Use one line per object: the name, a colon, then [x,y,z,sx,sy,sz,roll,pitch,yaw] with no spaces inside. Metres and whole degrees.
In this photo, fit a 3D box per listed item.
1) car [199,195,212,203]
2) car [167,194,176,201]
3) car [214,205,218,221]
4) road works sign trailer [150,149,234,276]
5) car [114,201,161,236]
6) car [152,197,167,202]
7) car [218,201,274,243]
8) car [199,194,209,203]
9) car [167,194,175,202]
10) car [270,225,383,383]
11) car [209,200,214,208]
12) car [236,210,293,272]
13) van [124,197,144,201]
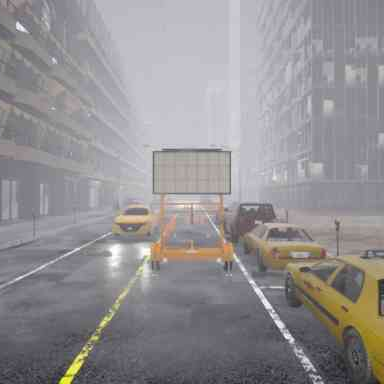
car: [2.696,1.667,60.144,1.947,1.339,4.313,1,0,0]
car: [-5.685,1.545,93.282,2.192,1.841,5.009,1,0,0]
car: [2.700,1.583,21.484,1.947,1.339,4.313,1,0,0]
road works sign trailer: [-0.001,0.471,10.314,2.380,3.560,2.880,0,0,0]
car: [-3.002,1.491,18.571,1.882,1.535,5.008,0,0,0]
car: [-5.684,1.666,54.621,1.802,1.307,4.206,1,0,0]
car: [2.704,1.326,15.961,2.192,1.841,5.009,1,0,0]
car: [2.697,1.473,76.714,2.192,1.841,5.009,1,0,0]
car: [-5.686,1.725,82.235,1.887,1.381,4.507,1,0,0]
car: [2.702,1.528,5.086,1.752,1.417,4.829,1,0,0]
car: [2.700,1.569,27.008,1.887,1.381,4.507,1,0,0]
car: [2.702,1.532,10.609,1.752,1.417,4.829,1,0,0]
van: [-5.677,1.374,32.531,1.690,1.788,3.998,1,0,0]
